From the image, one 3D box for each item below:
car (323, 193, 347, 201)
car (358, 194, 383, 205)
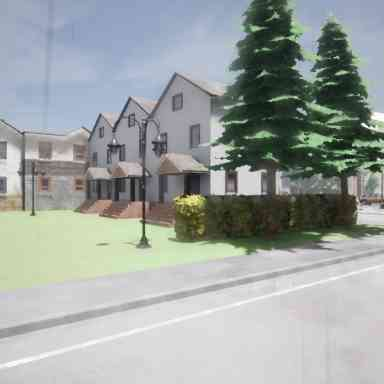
[{"bbox_3d":[32.093,1.097,74.708,1.932,1.855,4.605,0,0,-36],"label":"car"},{"bbox_3d":[27.228,1.097,49.253,1.932,1.855,4.605,0,0,-36],"label":"car"}]
